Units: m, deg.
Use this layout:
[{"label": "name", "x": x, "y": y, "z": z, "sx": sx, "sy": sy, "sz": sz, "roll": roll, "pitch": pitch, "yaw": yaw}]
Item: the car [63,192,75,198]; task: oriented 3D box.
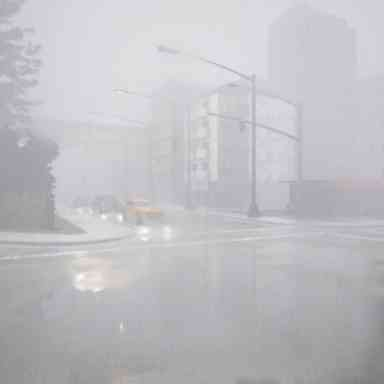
[{"label": "car", "x": -27.792, "y": 0.736, "z": 77.053, "sx": 4.974, "sy": 1.542, "sz": 2.038, "roll": 0, "pitch": 1, "yaw": 41}]

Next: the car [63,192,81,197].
[{"label": "car", "x": -27.832, "y": 0.578, "z": 77.086, "sx": 4.536, "sy": 1.218, "sz": 1.853, "roll": 0, "pitch": 1, "yaw": 41}]

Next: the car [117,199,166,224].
[{"label": "car", "x": -3.471, "y": 1.252, "z": 23.259, "sx": 1.882, "sy": 1.535, "sz": 5.008, "roll": 0, "pitch": 1, "yaw": -28}]

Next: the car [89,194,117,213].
[{"label": "car", "x": -8.159, "y": 1.048, "z": 31.961, "sx": 2.097, "sy": 1.767, "sz": 4.553, "roll": 0, "pitch": 1, "yaw": -28}]

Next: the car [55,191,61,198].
[{"label": "car", "x": -31.600, "y": 0.759, "z": 75.350, "sx": 2.038, "sy": 1.542, "sz": 4.974, "roll": 0, "pitch": 1, "yaw": -4}]

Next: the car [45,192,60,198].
[{"label": "car", "x": -31.604, "y": 0.601, "z": 75.401, "sx": 1.853, "sy": 1.218, "sz": 4.536, "roll": 0, "pitch": 1, "yaw": -4}]

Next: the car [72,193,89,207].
[{"label": "car", "x": -13.881, "y": 1.201, "z": 42.645, "sx": 1.895, "sy": 1.301, "sz": 4.718, "roll": 0, "pitch": 1, "yaw": -28}]
